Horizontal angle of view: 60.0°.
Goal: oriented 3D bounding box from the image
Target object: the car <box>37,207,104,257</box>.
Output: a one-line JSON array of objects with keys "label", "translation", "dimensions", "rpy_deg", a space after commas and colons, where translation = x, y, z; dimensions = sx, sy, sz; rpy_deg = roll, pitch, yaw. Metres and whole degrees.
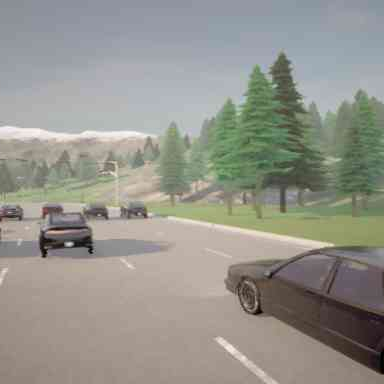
[{"label": "car", "translation": [-5.193, 1.602, 13.633], "dimensions": [2.128, 1.511, 4.902], "rpy_deg": [-1, 0, -24]}]

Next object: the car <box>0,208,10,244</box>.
[{"label": "car", "translation": [-8.949, 1.645, 13.470], "dimensions": [2.128, 1.511, 4.902], "rpy_deg": [-1, 0, -24]}]

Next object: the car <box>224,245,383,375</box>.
[{"label": "car", "translation": [2.507, 1.538, 4.947], "dimensions": [2.033, 1.411, 5.357], "rpy_deg": [-1, 0, -24]}]

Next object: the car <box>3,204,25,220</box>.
[{"label": "car", "translation": [-16.643, 1.855, 30.808], "dimensions": [2.033, 1.411, 5.357], "rpy_deg": [-1, 0, -24]}]

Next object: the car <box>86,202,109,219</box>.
[{"label": "car", "translation": [-8.905, 1.724, 30.628], "dimensions": [1.837, 1.490, 4.892], "rpy_deg": [-1, 0, -24]}]

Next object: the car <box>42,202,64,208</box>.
[{"label": "car", "translation": [-13.877, 1.762, 33.192], "dimensions": [1.882, 1.535, 5.008], "rpy_deg": [-1, 0, -24]}]

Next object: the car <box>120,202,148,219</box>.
[{"label": "car", "translation": [-5.643, 1.691, 31.906], "dimensions": [1.837, 1.490, 4.892], "rpy_deg": [-1, 0, -24]}]
